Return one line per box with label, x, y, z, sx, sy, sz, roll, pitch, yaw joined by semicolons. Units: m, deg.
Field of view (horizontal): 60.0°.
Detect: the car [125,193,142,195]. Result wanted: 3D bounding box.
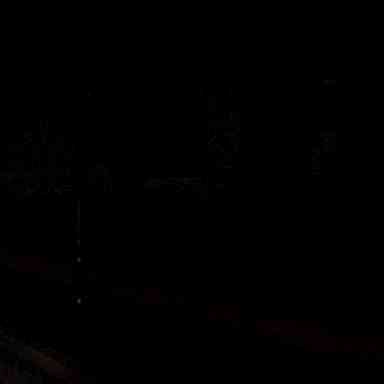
car;-6.442;1.176;34.653;2.150;2.045;5.566;0;1;37
